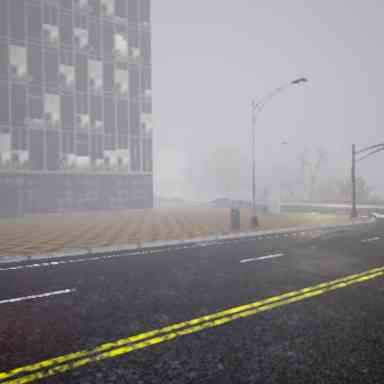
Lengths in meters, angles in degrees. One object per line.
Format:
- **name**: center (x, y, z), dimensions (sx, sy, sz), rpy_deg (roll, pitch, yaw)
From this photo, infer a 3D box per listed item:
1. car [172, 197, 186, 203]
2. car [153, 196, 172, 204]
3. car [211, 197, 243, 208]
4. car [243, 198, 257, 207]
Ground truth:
- **car**: center (-3.144, 1.573, 66.626), dimensions (1.895, 1.301, 4.718), rpy_deg (-1, 1, -33)
- **car**: center (-6.478, 1.517, 65.795), dimensions (1.882, 1.535, 5.008), rpy_deg (-1, 0, -33)
- **car**: center (4.768, 1.525, 48.308), dimensions (1.837, 1.490, 4.892), rpy_deg (-1, 1, -33)
- **car**: center (7.493, 1.563, 50.082), dimensions (1.895, 1.301, 4.718), rpy_deg (-1, 1, -33)
